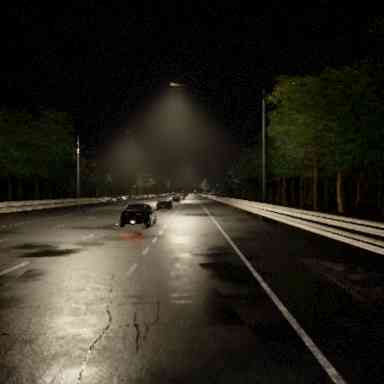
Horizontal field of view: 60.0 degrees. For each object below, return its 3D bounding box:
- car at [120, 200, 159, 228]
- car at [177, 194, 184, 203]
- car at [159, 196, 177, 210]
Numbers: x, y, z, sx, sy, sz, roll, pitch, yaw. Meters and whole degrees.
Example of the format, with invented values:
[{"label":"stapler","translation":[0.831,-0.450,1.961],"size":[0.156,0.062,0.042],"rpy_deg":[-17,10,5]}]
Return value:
[{"label":"car","translation":[-3.506,1.516,22.087],"size":[1.837,1.490,4.892],"rpy_deg":[0,0,0]},{"label":"car","translation":[-3.511,1.610,73.218],"size":[2.033,1.411,5.357],"rpy_deg":[0,0,0]},{"label":"car","translation":[-3.508,1.517,43.221],"size":[2.128,1.511,4.902],"rpy_deg":[0,0,0]}]
